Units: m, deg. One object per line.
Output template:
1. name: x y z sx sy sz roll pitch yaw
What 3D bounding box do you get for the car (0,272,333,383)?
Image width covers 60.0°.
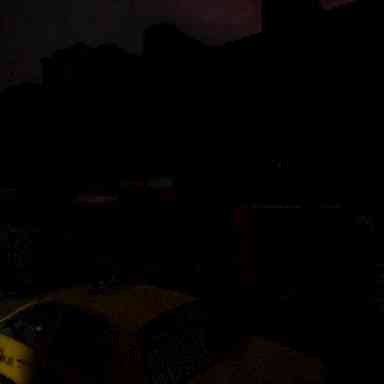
1. car: -1.056 1.555 3.577 4.829 1.417 1.752 -1 -1 36
